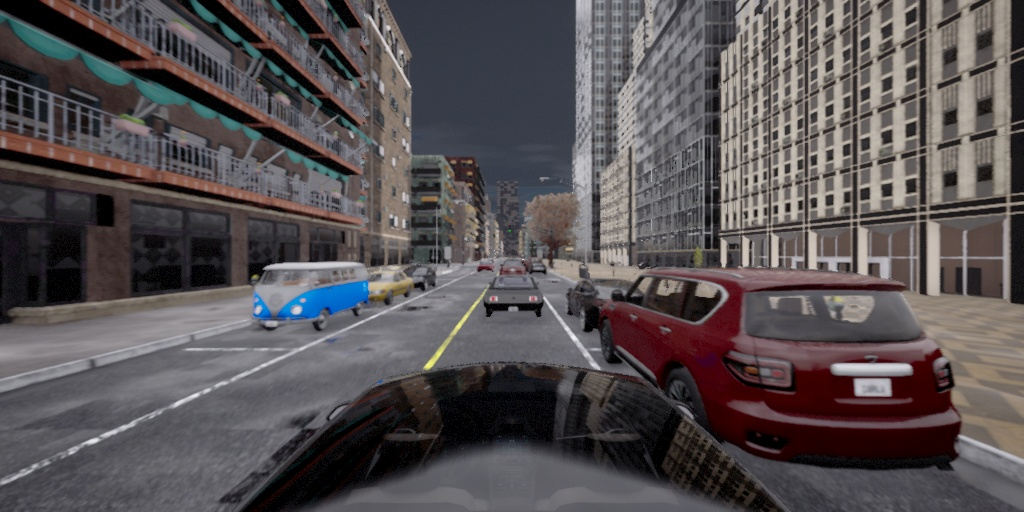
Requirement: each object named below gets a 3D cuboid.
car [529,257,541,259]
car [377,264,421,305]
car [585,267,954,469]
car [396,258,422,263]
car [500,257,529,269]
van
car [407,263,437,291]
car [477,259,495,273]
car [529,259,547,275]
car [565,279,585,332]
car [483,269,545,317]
[{"bbox_3d":[2.693,1.005,43.726,2.192,1.841,5.009,0,0,0],"label":"car"},{"bbox_3d":[-5.689,1.249,15.943,1.751,1.417,4.829,0,0,0],"label":"car"},{"bbox_3d":[2.693,1.058,5.067,2.192,1.841,5.009,0,0,0],"label":"car"},{"bbox_3d":[-16.433,1.017,56.698,4.403,1.370,2.007,0,0,-1],"label":"car"},{"bbox_3d":[0.068,1.058,29.199,2.097,1.767,4.553,0,0,0],"label":"car"},{"bbox_3d":[-5.689,1.074,10.590,1.690,1.789,3.998,0,0,0],"label":"van"},{"bbox_3d":[-5.688,1.281,21.636,1.948,1.339,4.313,0,0,0],"label":"car"},{"bbox_3d":[-3.062,1.293,42.362,1.895,1.301,4.718,0,0,0],"label":"car"},{"bbox_3d":[2.693,1.262,38.203,1.948,1.339,4.313,0,0,0],"label":"car"},{"bbox_3d":[2.693,1.299,10.589,1.948,1.339,4.313,0,0,0],"label":"car"},{"bbox_3d":[0.062,1.330,13.137,1.895,1.301,4.718,0,0,0],"label":"car"}]
